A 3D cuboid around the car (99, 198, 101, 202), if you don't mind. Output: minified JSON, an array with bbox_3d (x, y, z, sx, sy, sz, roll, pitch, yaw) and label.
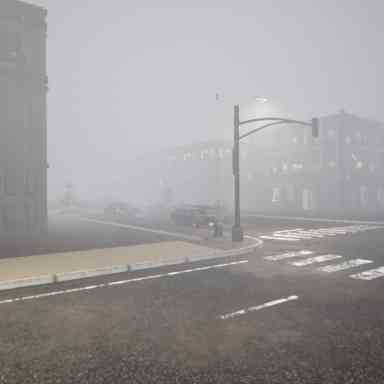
[{"bbox_3d":[-17.096,1.939,62.888,2.192,1.841,5.009,-1,0,-35],"label":"car"}]

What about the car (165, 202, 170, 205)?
[{"bbox_3d":[-1.073,1.903,40.319,1.802,1.307,4.206,-2,0,-35],"label":"car"}]

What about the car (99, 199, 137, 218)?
[{"bbox_3d":[-7.909,1.846,35.467,1.967,1.590,4.097,-1,0,-35],"label":"car"}]

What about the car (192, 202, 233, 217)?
[{"bbox_3d":[2.130,1.809,35.805,2.008,1.369,4.403,-2,0,-35],"label":"car"}]

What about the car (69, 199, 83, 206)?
[{"bbox_3d":[-26.701,2.364,76.431,1.947,1.339,4.313,-1,0,-35],"label":"car"}]

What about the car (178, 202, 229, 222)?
[{"bbox_3d":[0.967,1.772,27.452,1.812,1.442,4.674,-1,0,-35],"label":"car"}]

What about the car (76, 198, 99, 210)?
[{"bbox_3d":[-17.229,2.095,53.264,2.128,1.511,4.902,-1,0,-35],"label":"car"}]

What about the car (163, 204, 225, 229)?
[{"bbox_3d":[0.026,1.814,24.081,1.947,1.339,4.313,-1,0,-35],"label":"car"}]

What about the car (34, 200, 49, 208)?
[{"bbox_3d":[-30.331,2.375,67.066,2.008,1.369,4.403,-1,0,-35],"label":"car"}]

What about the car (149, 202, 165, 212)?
[{"bbox_3d":[-4.276,1.966,44.833,1.802,1.307,4.206,-2,0,-35],"label":"car"}]

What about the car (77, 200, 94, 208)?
[{"bbox_3d":[-20.193,2.194,62.816,1.812,1.442,4.674,-1,0,-35],"label":"car"}]

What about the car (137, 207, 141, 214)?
[{"bbox_3d":[-8.140,1.973,40.294,2.033,1.411,5.357,-1,0,-35],"label":"car"}]

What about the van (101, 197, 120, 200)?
[{"bbox_3d":[-13.892,1.907,58.374,1.690,1.788,3.998,-1,0,-35],"label":"van"}]

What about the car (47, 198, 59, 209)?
[{"bbox_3d":[-23.825,2.232,57.898,1.752,1.417,4.829,-1,0,-35],"label":"car"}]

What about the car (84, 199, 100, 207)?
[{"bbox_3d":[-20.294,2.227,67.402,1.887,1.381,4.507,-1,0,-35],"label":"car"}]
